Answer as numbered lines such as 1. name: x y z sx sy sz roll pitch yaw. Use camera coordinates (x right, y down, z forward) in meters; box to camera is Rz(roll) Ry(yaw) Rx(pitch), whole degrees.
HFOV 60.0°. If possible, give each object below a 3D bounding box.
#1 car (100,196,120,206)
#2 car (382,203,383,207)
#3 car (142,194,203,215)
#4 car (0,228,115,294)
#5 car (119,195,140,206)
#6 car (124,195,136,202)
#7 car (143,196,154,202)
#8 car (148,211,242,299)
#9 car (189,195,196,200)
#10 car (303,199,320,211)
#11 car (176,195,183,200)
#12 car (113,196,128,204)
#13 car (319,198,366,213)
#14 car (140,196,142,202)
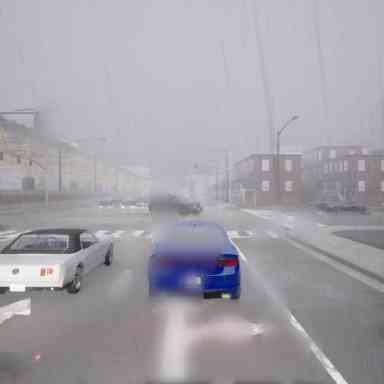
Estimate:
1. car: -14.023 1.526 56.060 1.812 1.442 4.674 0 0 0
2. car: 25.746 1.221 39.474 5.566 2.045 2.150 0 0 0
3. car: -1.695 1.221 31.898 5.566 2.045 2.150 0 1 34
4. car: -3.420 1.601 8.775 1.895 1.301 4.718 0 0 0
5. car: -10.523 1.526 56.259 1.812 1.442 4.674 0 0 -1
6. car: -13.917 1.500 75.327 1.837 1.490 4.892 0 0 0
7. car: -10.413 1.594 79.460 1.895 1.301 4.718 0 0 0
8. car: 0.075 1.478 8.508 1.882 1.535 5.008 0 0 1
9. car: 0.102 1.540 93.311 2.033 1.411 5.357 0 0 0
10. car: 15.755 1.491 39.486 4.902 1.511 2.128 0 0 0
11. car: -3.398 1.500 93.267 1.837 1.490 4.892 0 0 0
12. car: -13.958 1.505 65.256 1.837 1.490 4.892 0 0 1
13. car: 16.500 1.564 35.983 4.181 1.385 1.994 0 0 0
14. car: -10.427 1.564 68.435 1.994 1.385 4.181 0 0 0
